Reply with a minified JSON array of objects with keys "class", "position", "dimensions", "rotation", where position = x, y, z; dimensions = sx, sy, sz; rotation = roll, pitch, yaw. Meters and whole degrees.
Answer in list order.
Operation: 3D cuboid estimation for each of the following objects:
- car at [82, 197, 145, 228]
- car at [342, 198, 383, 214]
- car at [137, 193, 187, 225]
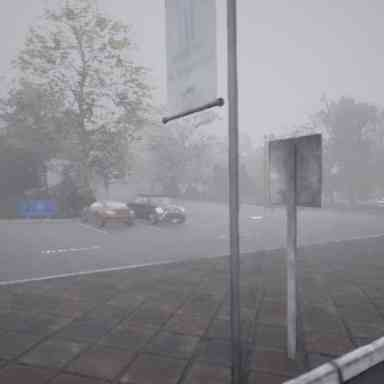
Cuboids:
[{"class":"car","position":[-4.816,1.140,19.002],"dimensions":[2.002,1.452,4.674],"rotation":[1,1,-35]},{"class":"car","position":[17.925,1.408,34.474],"dimensions":[2.002,1.452,4.674],"rotation":[1,1,-34]},{"class":"car","position":[-2.230,1.002,20.839],"dimensions":[2.185,1.767,4.553],"rotation":[1,1,-34]}]
